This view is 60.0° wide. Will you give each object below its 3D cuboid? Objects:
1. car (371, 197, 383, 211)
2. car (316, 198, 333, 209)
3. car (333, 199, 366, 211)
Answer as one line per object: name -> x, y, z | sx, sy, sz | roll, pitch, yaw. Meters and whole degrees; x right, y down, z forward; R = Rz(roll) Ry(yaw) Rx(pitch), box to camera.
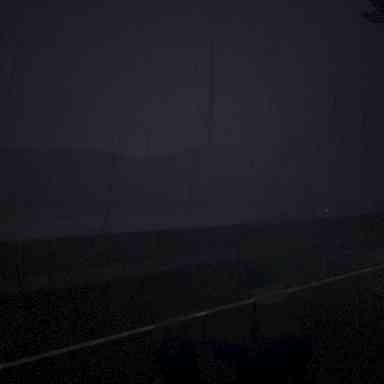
car -> 23.682, 1.410, 40.736 | 2.097, 1.767, 4.553 | 0, 0, 44
car -> 19.203, 1.605, 46.081 | 5.357, 1.411, 2.033 | 0, 0, -45
car -> 20.447, 1.603, 42.371 | 5.357, 1.411, 2.033 | 0, 0, -45
